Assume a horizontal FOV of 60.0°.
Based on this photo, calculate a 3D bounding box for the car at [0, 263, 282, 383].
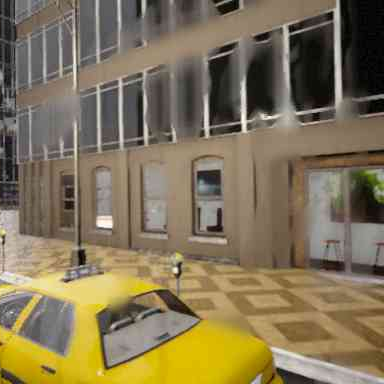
[{"bbox_3d":[-1.458,1.527,3.894,4.829,1.417,1.752,0,-1,36],"label":"car"}]
